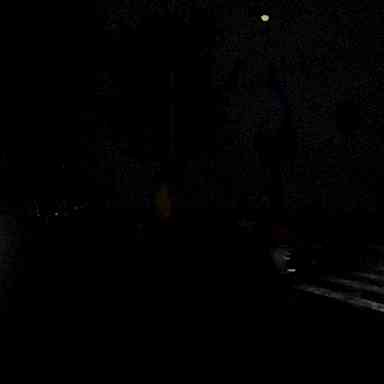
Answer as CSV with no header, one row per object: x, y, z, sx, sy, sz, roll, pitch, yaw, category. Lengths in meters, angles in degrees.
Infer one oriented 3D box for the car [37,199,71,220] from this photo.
-14.406,1.803,33.755,2.150,2.045,5.566,0,-1,-34,car

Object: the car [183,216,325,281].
1.646,1.550,10.399,1.882,1.535,5.008,0,-1,-35,car

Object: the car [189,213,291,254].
1.976,1.725,15.120,1.895,1.301,4.718,0,-1,-35,car

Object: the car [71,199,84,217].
-14.351,1.881,38.847,2.150,2.045,5.566,0,-1,-35,car
